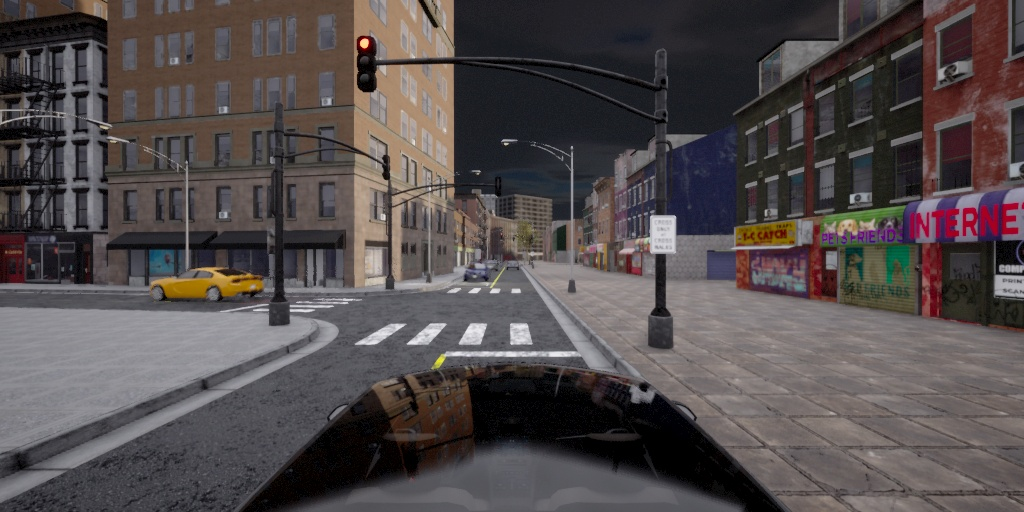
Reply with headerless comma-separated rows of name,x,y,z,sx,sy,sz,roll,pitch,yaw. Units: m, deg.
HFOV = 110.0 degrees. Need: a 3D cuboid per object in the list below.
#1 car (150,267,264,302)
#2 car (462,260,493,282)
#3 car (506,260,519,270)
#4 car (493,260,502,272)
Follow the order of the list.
car,-14.472,1.292,17.050,5.008,1.535,1.882,0,0,10
car,-2.790,1.279,29.167,1.812,1.442,4.674,0,0,0
car,0.111,1.310,52.760,2.033,1.411,5.357,0,0,0
car,-2.745,1.252,46.634,2.128,1.511,4.902,0,0,0
